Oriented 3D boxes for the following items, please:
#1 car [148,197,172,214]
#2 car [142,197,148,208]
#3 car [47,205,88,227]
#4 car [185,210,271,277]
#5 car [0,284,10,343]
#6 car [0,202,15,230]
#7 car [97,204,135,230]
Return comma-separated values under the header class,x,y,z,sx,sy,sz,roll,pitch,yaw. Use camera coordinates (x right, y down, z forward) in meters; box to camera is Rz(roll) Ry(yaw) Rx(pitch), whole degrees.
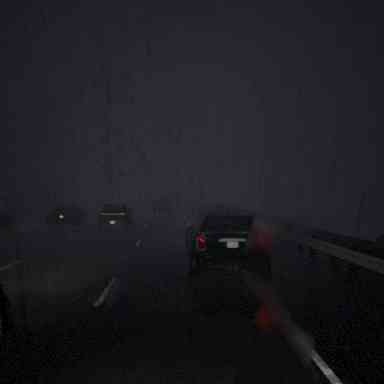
class,x,y,z,sx,sy,sz,roll,pitch,yaw
car,-3.303,1.463,35.001,1.882,1.535,5.008,0,0,-11
car,-5.946,1.457,47.266,1.882,1.535,5.008,0,0,-15
car,-8.537,1.554,23.034,1.994,1.385,4.181,0,0,-7
car,0.902,1.347,10.486,2.097,1.767,4.553,0,0,-3
car,-3.534,1.490,2.912,2.128,1.511,4.902,0,0,-1
car,-11.501,1.495,18.291,1.837,1.490,4.892,0,-1,-6
car,-4.776,1.482,21.209,2.128,1.511,4.902,0,0,-6
